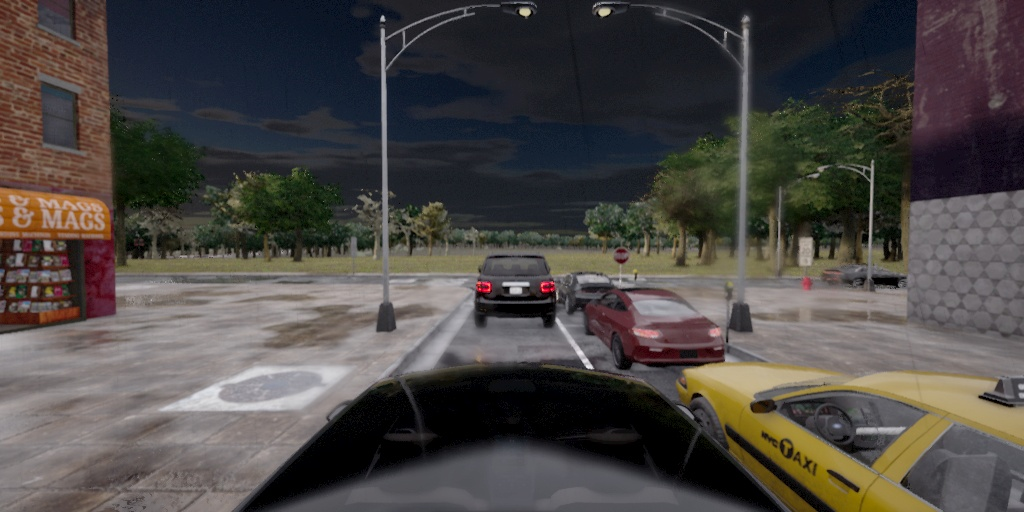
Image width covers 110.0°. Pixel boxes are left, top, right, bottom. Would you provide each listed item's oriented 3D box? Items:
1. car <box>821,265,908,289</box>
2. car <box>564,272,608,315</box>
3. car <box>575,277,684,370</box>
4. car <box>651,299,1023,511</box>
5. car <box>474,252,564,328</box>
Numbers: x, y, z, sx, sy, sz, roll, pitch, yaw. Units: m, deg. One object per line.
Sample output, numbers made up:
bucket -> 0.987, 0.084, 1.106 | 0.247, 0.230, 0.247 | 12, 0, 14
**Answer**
car -> 23.016, 1.333, 23.293 | 4.902, 1.511, 2.128 | 1, 2, 0
car -> 2.621, 1.209, 12.926 | 2.007, 1.370, 4.403 | 0, 0, 0
car -> 2.629, 1.285, 7.394 | 1.802, 1.307, 4.207 | 0, 0, 0
car -> 2.637, 1.274, 2.031 | 1.751, 1.417, 4.829 | 0, 0, 0
car -> 0.077, 0.894, 11.244 | 2.150, 2.045, 5.566 | 0, 1, 0
